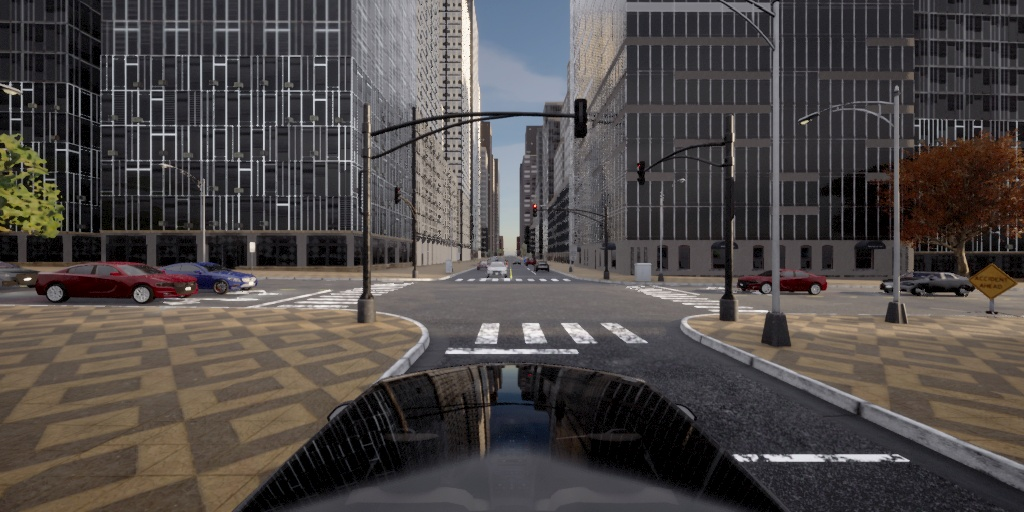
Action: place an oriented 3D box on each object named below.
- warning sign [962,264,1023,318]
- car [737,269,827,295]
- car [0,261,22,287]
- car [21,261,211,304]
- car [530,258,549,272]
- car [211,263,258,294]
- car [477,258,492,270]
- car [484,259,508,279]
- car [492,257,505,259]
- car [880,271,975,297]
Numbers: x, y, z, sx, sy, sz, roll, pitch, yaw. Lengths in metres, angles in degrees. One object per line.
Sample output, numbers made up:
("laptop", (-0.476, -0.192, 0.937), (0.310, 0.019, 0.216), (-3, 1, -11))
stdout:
("warning sign", (17.257, 1.204, 12.900), (1.060, 1.860, 1.300), (0, 0, -3))
("car", (16.718, 1.554, 22.334), (5.008, 1.535, 1.882), (1, 0, -3))
("car", (-24.903, 0.882, 16.875), (4.181, 1.385, 1.994), (1, 0, -3))
("car", (-15.288, 0.973, 14.080), (5.008, 1.535, 1.882), (1, 0, -2))
("car", (3.844, 1.329, 46.676), (1.948, 1.339, 4.313), (0, 0, 0))
("car", (-14.977, 1.026, 17.352), (4.674, 1.442, 1.812), (1, 0, -1))
("car", (-4.119, 1.342, 52.154), (1.802, 1.307, 4.207), (0, 0, 0))
("car", (-1.412, 1.294, 33.646), (1.812, 1.442, 4.674), (0, 0, -2))
("car", (-1.674, 1.108, 57.864), (2.097, 1.767, 4.553), (0, 0, -1))
("car", (26.287, 1.739, 22.796), (4.902, 1.511, 2.128), (1, 0, -3))
